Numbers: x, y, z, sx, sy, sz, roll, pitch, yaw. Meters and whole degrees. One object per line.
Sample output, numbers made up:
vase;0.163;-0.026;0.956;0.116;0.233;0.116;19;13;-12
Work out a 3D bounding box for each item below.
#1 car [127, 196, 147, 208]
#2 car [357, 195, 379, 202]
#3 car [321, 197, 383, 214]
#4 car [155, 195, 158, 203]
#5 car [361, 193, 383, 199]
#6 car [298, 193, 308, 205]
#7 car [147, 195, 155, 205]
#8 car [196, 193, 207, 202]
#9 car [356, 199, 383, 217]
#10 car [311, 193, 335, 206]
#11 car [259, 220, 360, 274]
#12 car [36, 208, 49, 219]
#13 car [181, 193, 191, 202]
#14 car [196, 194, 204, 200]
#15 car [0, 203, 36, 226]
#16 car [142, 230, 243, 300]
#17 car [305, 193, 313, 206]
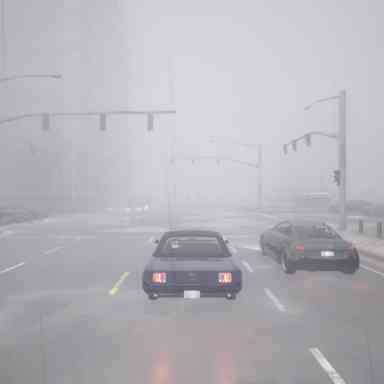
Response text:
car;-8.025;1.505;47.685;1.837;1.490;4.892;0;0;-1
car;39.163;1.419;74.182;3.905;1.438;1.784;0;0;0
car;16.544;1.547;34.537;4.902;1.511;2.128;0;0;-1
car;-8.234;1.352;68.897;2.097;1.767;4.553;0;0;-1
car;39.119;1.208;71.285;4.605;1.855;1.932;0;0;0
car;24.097;1.209;65.628;4.605;1.855;1.932;0;0;0
car;-8.160;1.491;57.903;2.128;1.511;4.902;0;0;-1
car;2.161;1.215;76.415;2.150;2.045;5.566;0;0;-1
car;18.098;1.619;31.053;4.181;1.385;1.994;0;0;-1
car;24.187;1.451;60.050;3.806;1.475;1.970;0;0;0
car;3.470;1.564;10.579;1.994;1.385;4.181;0;0;-1
car;-13.898;1.619;27.010;4.181;1.385;1.994;0;0;-1
car;-1.339;1.215;76.366;2.150;2.045;5.566;0;0;-1
car;2.014;1.386;86.806;1.812;1.442;4.674;0;0;-1
car;-14.109;1.560;23.508;4.892;1.490;1.837;0;0;-1
car;-0.004;1.601;8.350;1.895;1.301;4.718;0;0;0
car;24.167;1.419;62.945;3.905;1.438;1.784;0;0;0
